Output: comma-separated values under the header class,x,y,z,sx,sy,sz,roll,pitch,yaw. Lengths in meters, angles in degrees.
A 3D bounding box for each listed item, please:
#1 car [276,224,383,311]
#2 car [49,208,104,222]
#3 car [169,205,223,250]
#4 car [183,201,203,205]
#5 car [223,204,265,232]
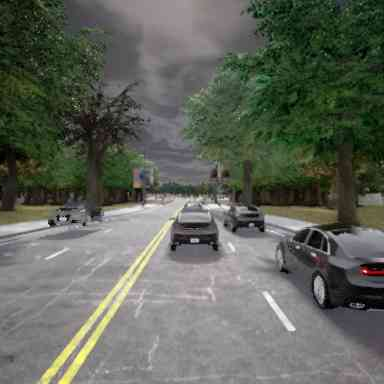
class,x,y,z,sx,sy,sz,roll,pitch,yaw
car,3.344,1.500,7.760,1.837,1.490,4.892,0,0,0
car,-6.354,1.162,18.641,1.994,1.385,4.181,0,0,3
car,0.097,1.495,14.218,1.837,1.490,4.892,0,-1,0
car,0.096,1.606,32.505,1.994,1.385,4.181,0,0,0
car,3.035,1.502,20.053,1.837,1.490,4.892,0,0,-3
